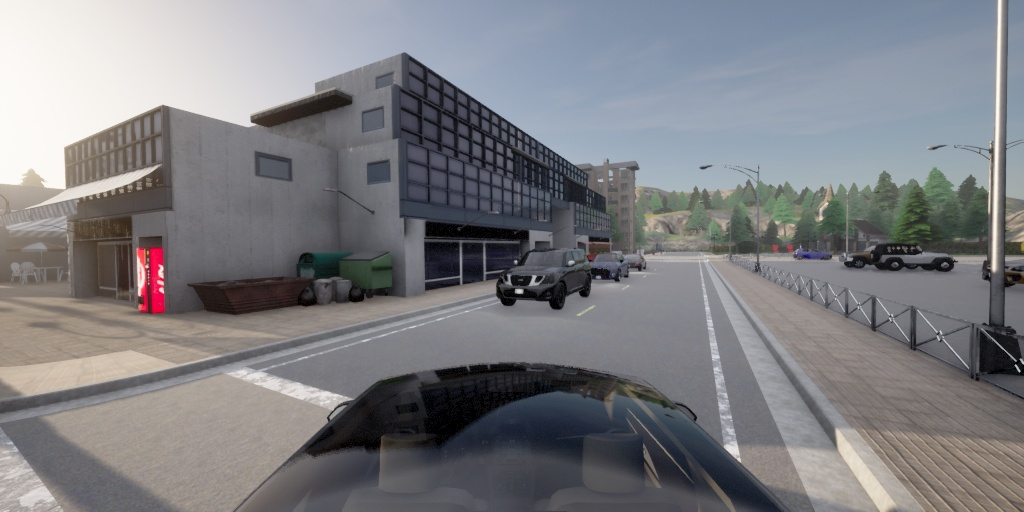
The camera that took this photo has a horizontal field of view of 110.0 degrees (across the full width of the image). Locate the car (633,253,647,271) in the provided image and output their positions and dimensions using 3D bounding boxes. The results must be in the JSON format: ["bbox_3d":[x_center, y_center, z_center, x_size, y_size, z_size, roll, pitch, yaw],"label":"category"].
[{"bbox_3d":[10.704,0.507,31.727,1.812,1.442,4.674,0,1,28],"label":"car"}]

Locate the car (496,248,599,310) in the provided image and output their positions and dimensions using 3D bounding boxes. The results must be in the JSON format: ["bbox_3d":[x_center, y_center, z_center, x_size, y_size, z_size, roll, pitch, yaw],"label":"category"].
[{"bbox_3d":[1.492,0.710,13.897,2.150,2.045,5.566,0,1,27],"label":"car"}]

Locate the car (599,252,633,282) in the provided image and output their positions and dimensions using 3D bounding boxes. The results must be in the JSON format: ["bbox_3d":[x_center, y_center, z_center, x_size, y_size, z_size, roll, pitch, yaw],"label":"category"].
[{"bbox_3d":[6.005,0.592,22.638,2.097,1.767,4.553,0,1,27],"label":"car"}]
